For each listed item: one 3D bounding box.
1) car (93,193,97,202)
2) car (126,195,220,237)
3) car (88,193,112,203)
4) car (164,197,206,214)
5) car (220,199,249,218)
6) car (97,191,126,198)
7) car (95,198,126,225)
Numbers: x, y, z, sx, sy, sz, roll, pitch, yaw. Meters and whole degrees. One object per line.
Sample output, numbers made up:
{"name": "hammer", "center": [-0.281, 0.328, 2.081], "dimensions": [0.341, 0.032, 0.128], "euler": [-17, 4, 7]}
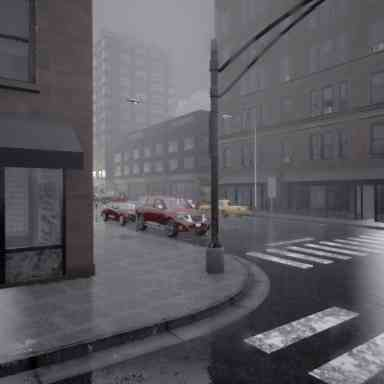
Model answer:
{"name": "car", "center": [-14.235, 0.887, 45.170], "dimensions": [1.837, 1.490, 4.892], "euler": [0, 1, -35]}
{"name": "car", "center": [-1.181, 1.142, 17.075], "dimensions": [2.192, 1.841, 5.009], "euler": [1, 0, -36]}
{"name": "car", "center": [-13.557, 0.889, 48.712], "dimensions": [2.008, 1.369, 4.403], "euler": [1, 0, -36]}
{"name": "car", "center": [-0.702, 1.210, 30.948], "dimensions": [1.802, 1.307, 4.206], "euler": [1, 0, -36]}
{"name": "car", "center": [2.413, 1.229, 26.644], "dimensions": [1.752, 1.417, 4.829], "euler": [1, 0, -36]}
{"name": "car", "center": [-10.340, 0.723, 44.270], "dimensions": [2.192, 1.841, 5.009], "euler": [1, 0, -36]}
{"name": "car", "center": [-4.399, 1.291, 21.517], "dimensions": [1.887, 1.381, 4.507], "euler": [1, 0, -36]}
